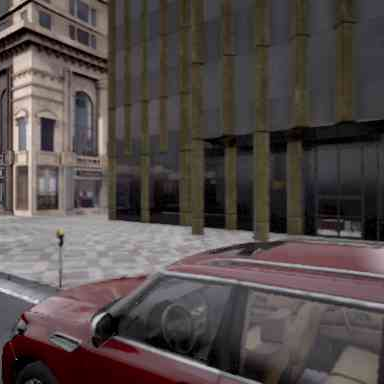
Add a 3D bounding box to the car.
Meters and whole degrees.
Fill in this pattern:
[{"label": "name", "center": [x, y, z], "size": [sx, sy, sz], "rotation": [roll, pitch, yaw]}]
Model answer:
[{"label": "car", "center": [0.602, 1.312, 2.543], "size": [5.009, 1.841, 2.192], "rotation": [0, 0, 36]}]
